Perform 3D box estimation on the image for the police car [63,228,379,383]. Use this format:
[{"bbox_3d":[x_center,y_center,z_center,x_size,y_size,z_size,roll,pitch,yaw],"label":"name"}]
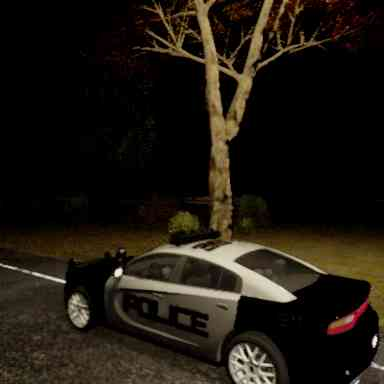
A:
[{"bbox_3d":[-0.074,1.426,5.221,5.238,1.638,1.930,0,0,36],"label":"police car"}]
